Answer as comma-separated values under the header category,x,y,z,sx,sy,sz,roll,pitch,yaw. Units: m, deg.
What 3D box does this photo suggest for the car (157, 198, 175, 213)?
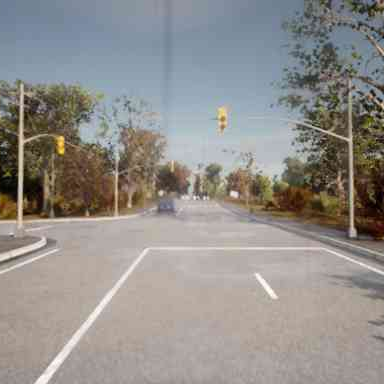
category,x,y,z,sx,sy,sz,roll,pitch,yaw
car,-3.539,1.854,46.209,2.150,2.045,5.566,0,1,0
